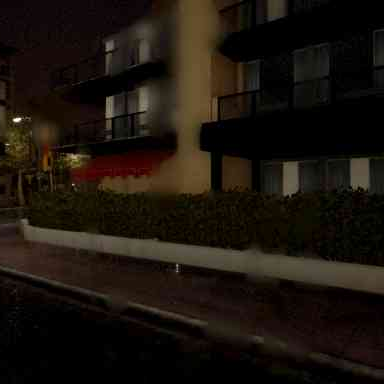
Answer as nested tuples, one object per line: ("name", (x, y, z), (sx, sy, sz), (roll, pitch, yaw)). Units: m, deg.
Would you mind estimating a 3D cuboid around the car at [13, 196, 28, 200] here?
("car", (-36.209, 1.481, 67.988), (4.892, 1.521, 2.231), (0, 0, 36))
